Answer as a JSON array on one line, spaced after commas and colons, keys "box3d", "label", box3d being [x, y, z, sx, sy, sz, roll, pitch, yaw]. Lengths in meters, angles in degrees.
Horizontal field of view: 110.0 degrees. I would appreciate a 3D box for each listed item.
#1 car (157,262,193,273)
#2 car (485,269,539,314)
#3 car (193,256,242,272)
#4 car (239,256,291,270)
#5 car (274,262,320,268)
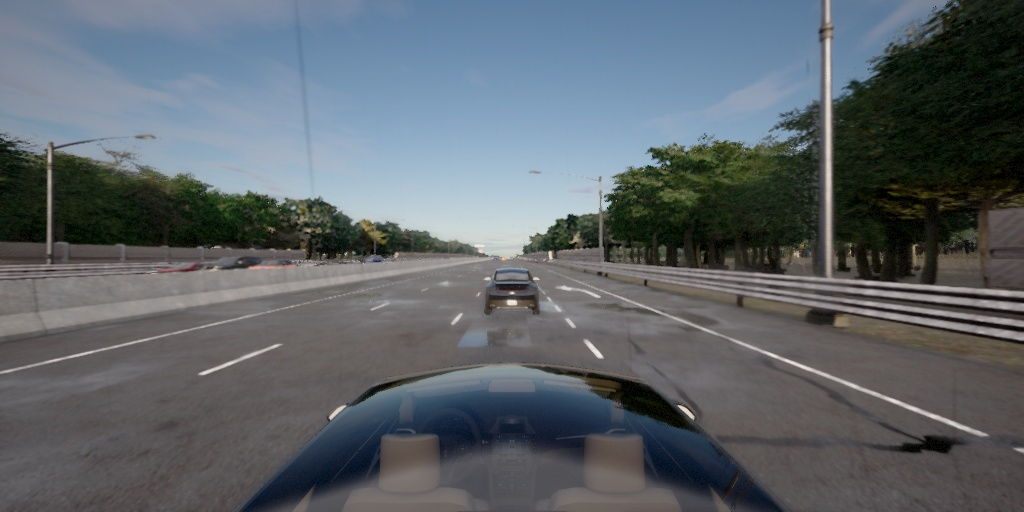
[{"box3d": [-28.087, 1.275, 31.359, 1.882, 1.535, 5.008, 0, 0, 0], "label": "car"}, {"box3d": [0.002, 1.217, 13.760, 1.837, 1.490, 4.892, 0, 0, 0], "label": "car"}, {"box3d": [-24.589, 1.021, 31.887, 2.150, 2.045, 5.566, 0, 0, 0], "label": "car"}, {"box3d": [-21.090, 1.149, 31.647, 2.097, 1.767, 4.553, 0, 0, 0], "label": "car"}, {"box3d": [-17.596, 1.397, 30.590, 1.895, 1.301, 4.718, 0, 0, 0], "label": "car"}]
